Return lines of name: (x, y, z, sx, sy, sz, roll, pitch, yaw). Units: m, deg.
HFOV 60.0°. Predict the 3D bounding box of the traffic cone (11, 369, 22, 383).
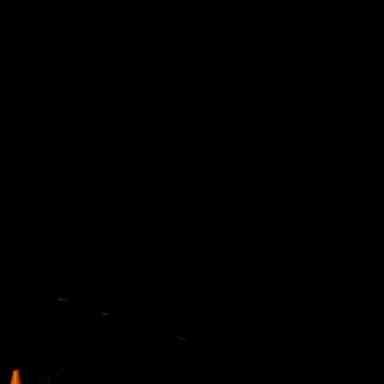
traffic cone: (-1.674, 1.988, 3.160, 0.340, 0.580, 0.340, 0, -1, 37)
